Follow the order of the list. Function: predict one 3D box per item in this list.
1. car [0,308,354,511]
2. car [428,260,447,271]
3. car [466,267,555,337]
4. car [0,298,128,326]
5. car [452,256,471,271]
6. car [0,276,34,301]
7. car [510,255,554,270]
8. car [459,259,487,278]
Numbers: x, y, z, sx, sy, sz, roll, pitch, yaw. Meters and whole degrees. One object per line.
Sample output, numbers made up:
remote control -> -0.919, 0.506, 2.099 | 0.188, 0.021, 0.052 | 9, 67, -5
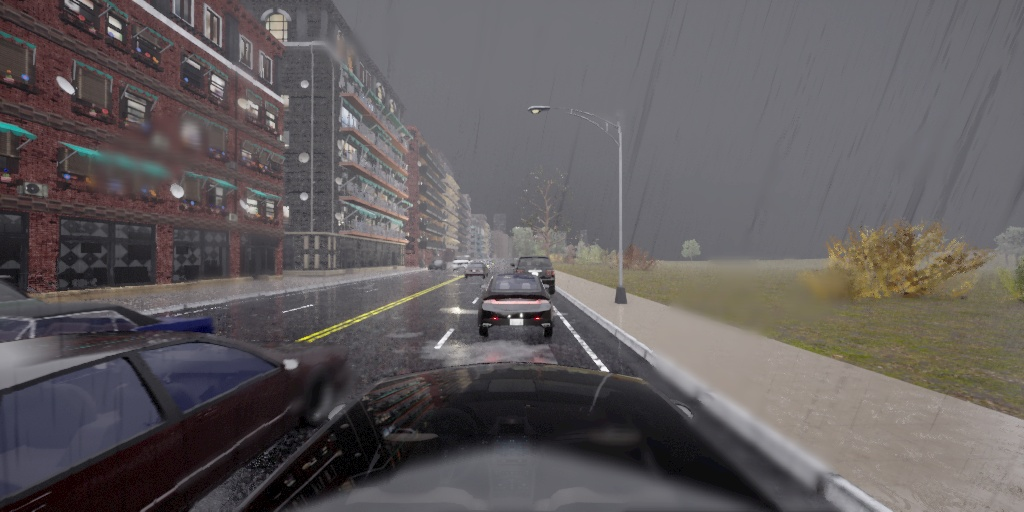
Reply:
car -> -3.151, 1.297, 2.582 | 2.033, 1.411, 5.357 | 0, 0, 0
car -> -9.879, 1.228, 47.836 | 1.882, 1.535, 5.008 | 0, 0, 0
car -> 0.094, 1.243, 10.329 | 2.128, 1.511, 4.902 | 0, 0, 0
car -> -6.601, 1.351, 4.575 | 1.895, 1.301, 4.718 | 0, 0, 0
car -> -6.629, 0.972, 48.197 | 2.150, 2.045, 5.566 | 0, 0, 0
car -> -9.852, 1.102, 4.980 | 2.097, 1.767, 4.553 | 0, 0, 0
car -> 1.125, 0.977, 20.199 | 2.150, 2.045, 5.566 | 0, 0, 0
car -> -3.180, 1.300, 32.858 | 2.033, 1.411, 5.357 | 0, 0, 0
